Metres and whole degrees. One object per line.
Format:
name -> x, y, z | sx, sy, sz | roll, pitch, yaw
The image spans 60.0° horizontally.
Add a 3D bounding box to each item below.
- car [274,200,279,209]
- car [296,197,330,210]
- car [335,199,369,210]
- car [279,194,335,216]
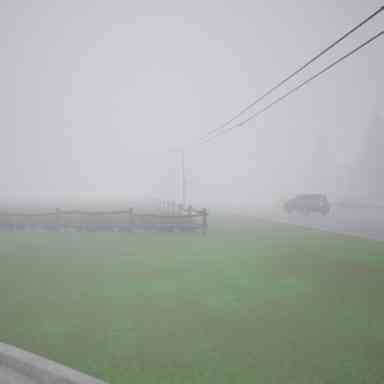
car -> 12.395, 1.477, 43.162 | 1.882, 1.535, 5.008 | 0, 0, -12
car -> 15.817, 1.477, 43.903 | 1.882, 1.535, 5.008 | 0, 0, -12
car -> 19.776, 1.547, 42.039 | 2.033, 1.411, 5.357 | 0, 0, -12
car -> 11.043, 1.221, 32.389 | 2.150, 2.045, 5.566 | 0, 0, -12
